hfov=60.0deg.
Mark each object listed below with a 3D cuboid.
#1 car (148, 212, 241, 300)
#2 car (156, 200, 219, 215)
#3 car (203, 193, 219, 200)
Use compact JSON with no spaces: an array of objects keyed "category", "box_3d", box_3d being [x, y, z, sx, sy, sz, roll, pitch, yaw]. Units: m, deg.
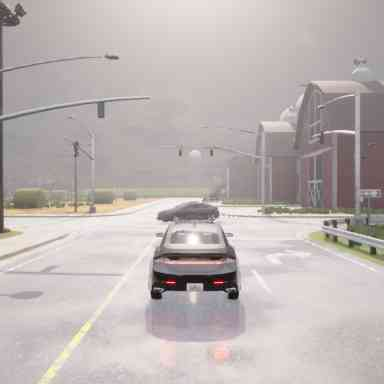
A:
[{"category":"car","box_3d":[0.064,1.492,8.395,2.128,1.511,4.902,0,0,0]},{"category":"car","box_3d":[-0.305,1.523,24.412,4.892,1.490,1.837,0,-2,-29]},{"category":"car","box_3d":[4.138,1.144,72.662,1.905,1.878,3.866,-8,3,-42]}]
